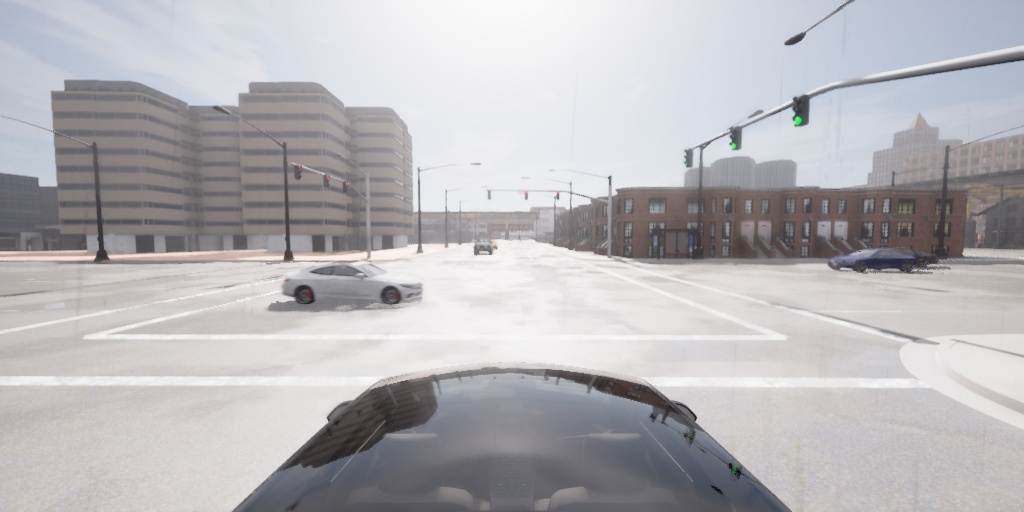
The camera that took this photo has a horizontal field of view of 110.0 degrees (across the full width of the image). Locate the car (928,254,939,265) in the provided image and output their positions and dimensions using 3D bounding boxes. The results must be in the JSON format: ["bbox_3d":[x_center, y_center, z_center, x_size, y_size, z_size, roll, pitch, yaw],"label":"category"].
[{"bbox_3d":[27.973,0.104,26.439,5.357,1.411,2.033,0,3,0],"label":"car"}]

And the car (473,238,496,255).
[{"bbox_3d":[-3.564,-1.260,45.256,2.150,2.045,5.566,0,3,0],"label":"car"}]

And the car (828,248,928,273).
[{"bbox_3d":[23.053,0.276,22.952,4.674,1.442,1.812,0,3,0],"label":"car"}]

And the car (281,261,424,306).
[{"bbox_3d":[-5.480,0.908,12.524,4.674,1.442,1.812,1,3,0],"label":"car"}]

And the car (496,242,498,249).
[{"bbox_3d":[-3.519,-1.976,62.807,1.882,1.535,5.008,0,3,0],"label":"car"}]
